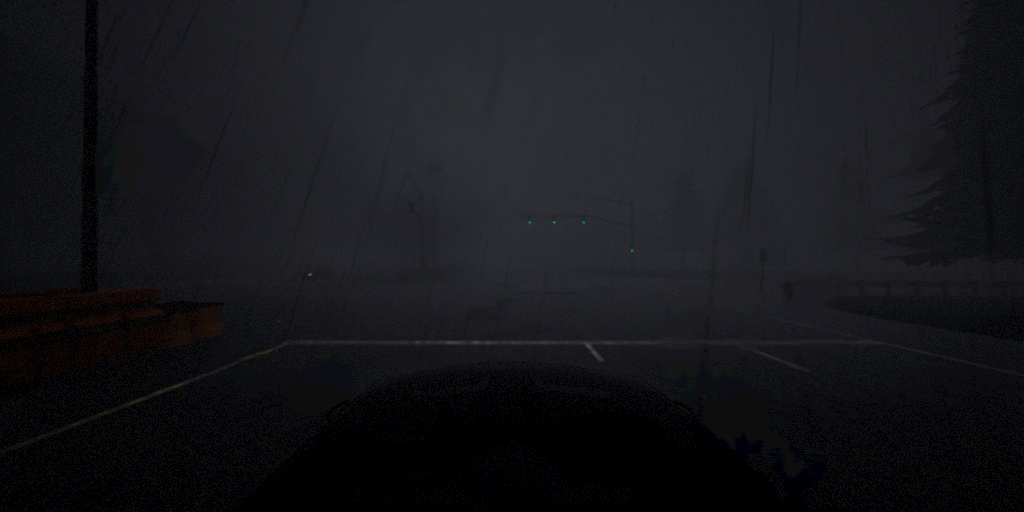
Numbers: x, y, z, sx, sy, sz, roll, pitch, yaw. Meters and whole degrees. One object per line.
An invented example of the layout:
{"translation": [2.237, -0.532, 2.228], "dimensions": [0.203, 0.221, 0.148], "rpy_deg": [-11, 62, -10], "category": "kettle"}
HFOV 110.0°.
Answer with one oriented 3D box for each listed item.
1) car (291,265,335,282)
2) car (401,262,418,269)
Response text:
{"translation": [-17.507, 1.529, 31.829], "dimensions": [1.812, 1.442, 4.674], "rpy_deg": [0, 0, 0], "category": "car"}
{"translation": [-17.526, 1.725, 61.473], "dimensions": [2.128, 1.511, 4.902], "rpy_deg": [0, 0, 0], "category": "car"}
